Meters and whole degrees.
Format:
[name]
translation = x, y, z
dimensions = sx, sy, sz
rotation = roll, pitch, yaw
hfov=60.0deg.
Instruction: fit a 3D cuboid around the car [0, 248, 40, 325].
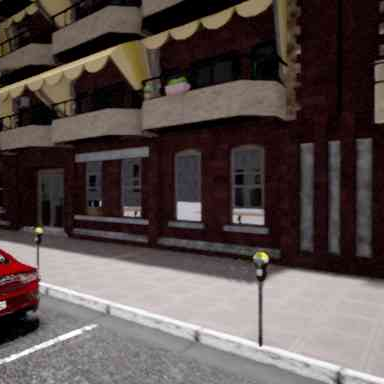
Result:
[car]
translation = -4.656, 1.555, 6.193
dimensions = 4.507, 1.381, 1.887
rotation = 0, 0, 36
